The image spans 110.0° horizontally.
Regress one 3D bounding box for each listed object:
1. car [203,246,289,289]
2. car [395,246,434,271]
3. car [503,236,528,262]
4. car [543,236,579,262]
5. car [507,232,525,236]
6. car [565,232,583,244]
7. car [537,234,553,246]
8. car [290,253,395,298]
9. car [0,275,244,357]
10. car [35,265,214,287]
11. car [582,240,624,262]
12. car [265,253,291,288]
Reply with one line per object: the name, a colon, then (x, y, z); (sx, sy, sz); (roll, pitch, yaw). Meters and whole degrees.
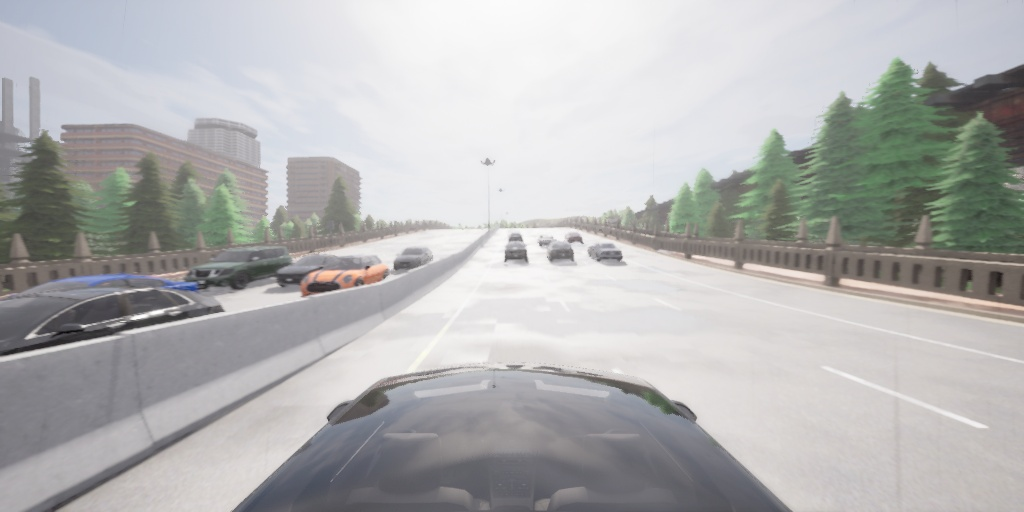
car: (-13.891, 0.578, 18.784); (2.150, 2.045, 5.566); (-1, 4, 1)
car: (-6.871, 0.086, 25.457); (1.837, 1.490, 4.892); (-1, 6, 1)
car: (0.321, -0.473, 29.263); (1.882, 1.535, 5.008); (-1, 7, 1)
car: (3.816, -0.486, 28.918); (1.882, 1.535, 5.008); (-1, 7, 1)
car: (0.456, -2.180, 43.677); (1.837, 1.490, 4.892); (-1, 7, 1)
car: (7.419, -2.237, 43.413); (1.812, 1.442, 4.674); (-1, 7, 1)
car: (3.944, -1.894, 41.646); (1.895, 1.301, 4.718); (-1, 7, 1)
car: (-7.012, 0.755, 15.531); (2.097, 1.767, 4.553); (-1, 4, 1)
car: (-7.097, 1.308, 5.711); (1.837, 1.490, 4.892); (-1, 1, 0)
car: (-10.572, 1.242, 8.940); (1.882, 1.535, 5.008); (-1, 2, 1)
car: (7.302, -0.422, 28.516); (2.033, 1.411, 5.357); (-1, 7, 1)
car: (-10.464, 0.665, 19.369); (1.882, 1.535, 5.008); (-1, 4, 1)
